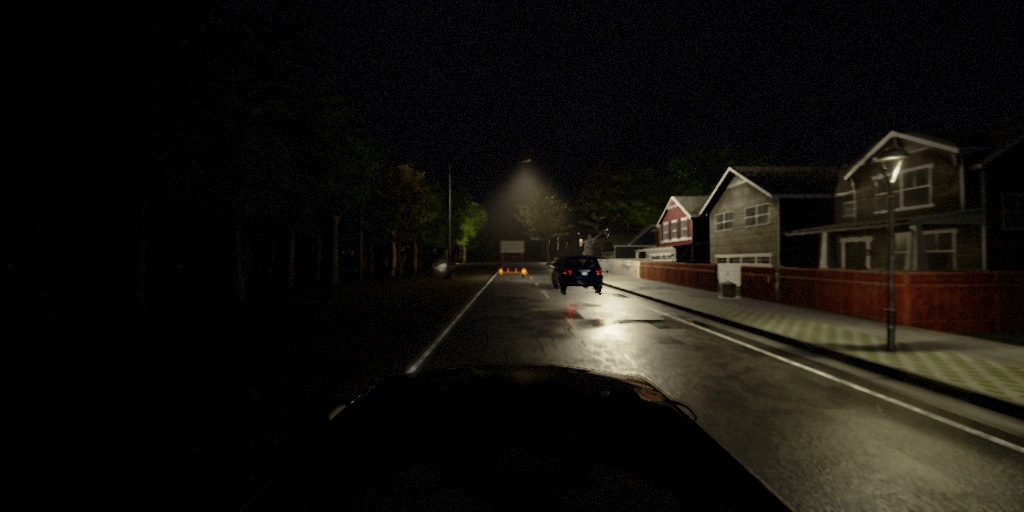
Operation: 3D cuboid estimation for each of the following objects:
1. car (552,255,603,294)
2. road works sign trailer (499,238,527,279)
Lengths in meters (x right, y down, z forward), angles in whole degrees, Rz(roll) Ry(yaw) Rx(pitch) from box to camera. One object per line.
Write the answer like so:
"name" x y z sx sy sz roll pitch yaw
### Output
"car" 3.609 0.971 20.475 2.150 2.045 5.566 0 0 0
"road works sign trailer" 0.018 0.209 32.239 2.380 3.560 2.880 0 0 0
